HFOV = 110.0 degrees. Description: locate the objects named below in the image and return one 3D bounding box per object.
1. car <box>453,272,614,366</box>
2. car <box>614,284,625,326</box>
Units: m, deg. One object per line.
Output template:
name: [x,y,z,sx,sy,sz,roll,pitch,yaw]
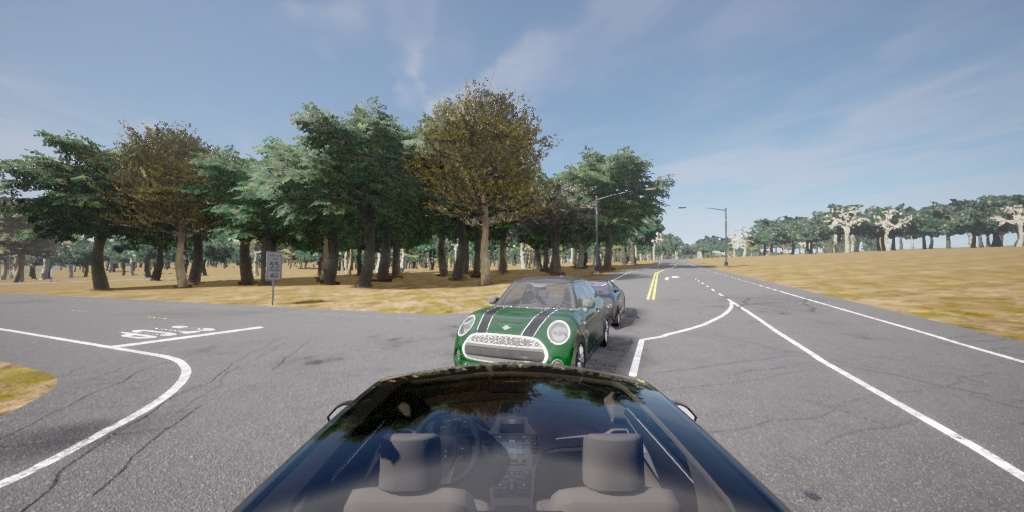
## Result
car: [0.686,1.222,7.430,2.097,1.767,4.553,-1,-2,22]
car: [2.913,1.553,12.861,1.994,1.385,4.181,-2,0,22]
